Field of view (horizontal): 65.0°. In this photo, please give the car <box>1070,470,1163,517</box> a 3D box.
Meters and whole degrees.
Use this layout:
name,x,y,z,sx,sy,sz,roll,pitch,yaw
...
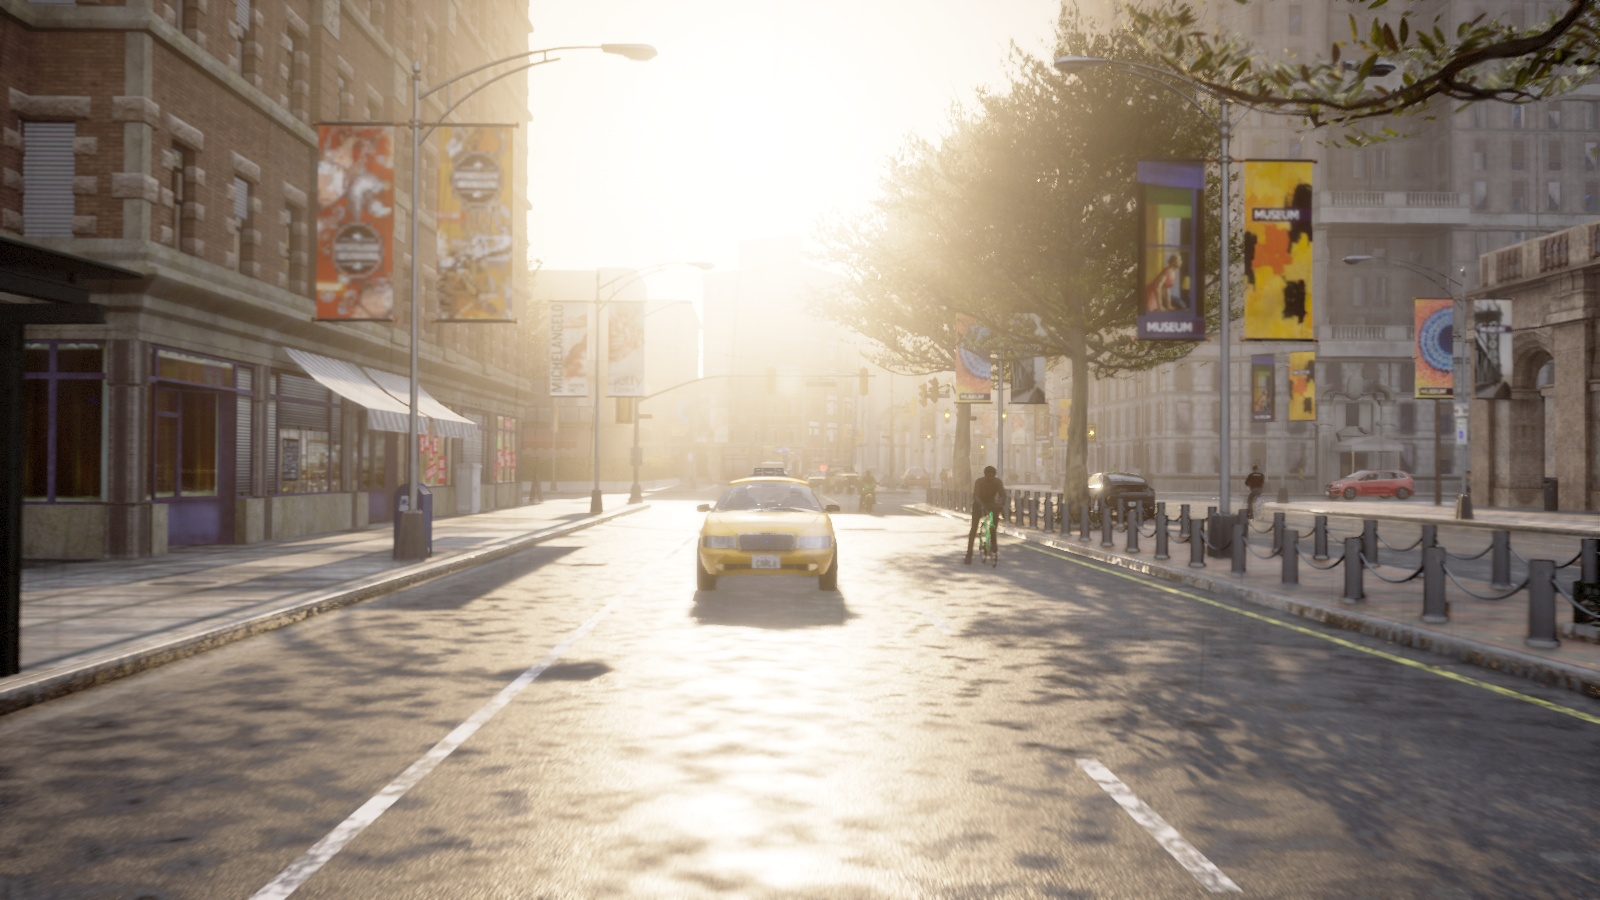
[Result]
name,x,y,z,sx,sy,sz,roll,pitch,yaw
car,10.486,1.403,41.961,1.837,1.490,4.892,0,-1,0

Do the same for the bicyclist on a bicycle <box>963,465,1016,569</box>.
name,x,y,z,sx,sy,sz,roll,pitch,yaw
bicyclist on a bicycle,3.076,1.059,20.515,0.582,1.620,1.656,0,-1,-1

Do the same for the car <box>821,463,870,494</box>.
name,x,y,z,sx,sy,sz,roll,pitch,yaw
car,2.794,1.766,78.293,1.905,1.878,3.866,0,-1,-16

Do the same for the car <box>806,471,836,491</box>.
name,x,y,z,sx,sy,sz,roll,pitch,yaw
car,1.500,2.228,92.142,2.033,1.411,5.357,0,-1,-1

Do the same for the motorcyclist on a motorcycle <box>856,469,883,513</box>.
name,x,y,z,sx,sy,sz,roll,pitch,yaw
motorcyclist on a motorcycle,2.487,1.460,45.256,0.797,1.523,2.044,0,-1,-1

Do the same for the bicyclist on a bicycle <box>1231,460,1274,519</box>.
name,x,y,z,sx,sy,sz,roll,pitch,yaw
bicyclist on a bicycle,14.052,1.212,39.018,0.659,1.776,1.843,0,-1,0

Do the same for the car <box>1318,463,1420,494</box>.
name,x,y,z,sx,sy,sz,roll,pitch,yaw
car,31.330,1.571,69.254,4.611,1.667,2.242,0,-1,-2

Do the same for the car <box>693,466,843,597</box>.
name,x,y,z,sx,sy,sz,roll,pitch,yaw
car,-0.425,1.017,17.764,1.801,1.575,5.366,0,-1,-1
